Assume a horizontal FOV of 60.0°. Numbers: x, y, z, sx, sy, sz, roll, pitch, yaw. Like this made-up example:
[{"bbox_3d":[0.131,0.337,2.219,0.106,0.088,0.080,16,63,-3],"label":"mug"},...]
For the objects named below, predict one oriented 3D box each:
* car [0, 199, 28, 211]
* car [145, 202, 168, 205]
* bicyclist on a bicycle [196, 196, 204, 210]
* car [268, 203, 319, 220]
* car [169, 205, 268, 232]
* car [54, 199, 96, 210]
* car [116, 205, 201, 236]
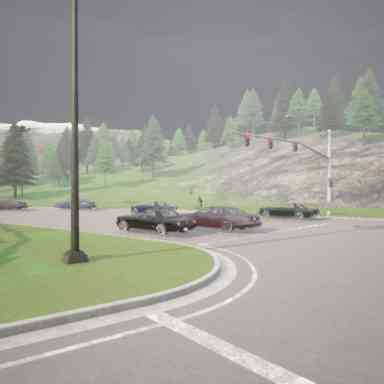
[{"bbox_3d":[-22.945,1.545,40.749,5.357,1.411,2.033,0,0,11],"label":"car"},{"bbox_3d":[-3.781,1.593,32.474,4.718,1.301,1.895,0,0,34],"label":"car"},{"bbox_3d":[0.929,1.291,38.431,0.582,1.620,1.656,0,0,34],"label":"bicyclist on a bicycle"},{"bbox_3d":[8.059,1.590,28.022,4.718,1.301,1.895,0,0,39],"label":"car"},{"bbox_3d":[1.463,1.541,19.901,5.357,1.411,2.033,0,0,38],"label":"car"},{"bbox_3d":[-14.810,1.542,42.171,5.357,1.411,2.033,0,0,19],"label":"car"},{"bbox_3d":[-2.070,1.597,18.282,4.718,1.301,1.895,0,0,38],"label":"car"}]
